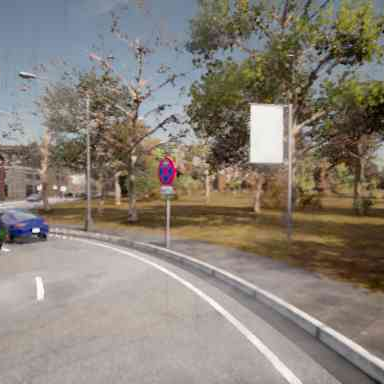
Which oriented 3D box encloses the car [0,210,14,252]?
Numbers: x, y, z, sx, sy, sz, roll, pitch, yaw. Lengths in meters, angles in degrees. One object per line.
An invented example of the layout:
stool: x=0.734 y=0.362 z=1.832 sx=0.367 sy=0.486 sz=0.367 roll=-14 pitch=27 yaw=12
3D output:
car: x=-9.169 y=1.319 z=12.922 sx=5.566 sy=2.045 sz=2.150 roll=-1 pitch=-1 yaw=44

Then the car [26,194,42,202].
car: x=-28.884 y=1.047 z=61.847 sx=2.033 sy=1.411 sz=5.357 roll=-1 pitch=5 yaw=-2

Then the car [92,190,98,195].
car: x=-26.573 y=0.205 z=89.531 sx=1.812 sy=1.442 sz=4.674 roll=-1 pitch=1 yaw=-2

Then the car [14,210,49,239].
car: x=-8.921 y=1.615 z=16.632 sx=4.674 sy=1.442 sz=1.812 roll=-1 pitch=0 yaw=39

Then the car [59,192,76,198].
car: x=-29.428 y=0.665 z=77.607 sx=1.882 sy=1.535 sz=5.008 roll=-1 pitch=1 yaw=-2

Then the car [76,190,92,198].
car: x=-26.226 y=0.627 z=79.119 sx=2.128 sy=1.511 sz=4.902 roll=-1 pitch=1 yaw=-2
